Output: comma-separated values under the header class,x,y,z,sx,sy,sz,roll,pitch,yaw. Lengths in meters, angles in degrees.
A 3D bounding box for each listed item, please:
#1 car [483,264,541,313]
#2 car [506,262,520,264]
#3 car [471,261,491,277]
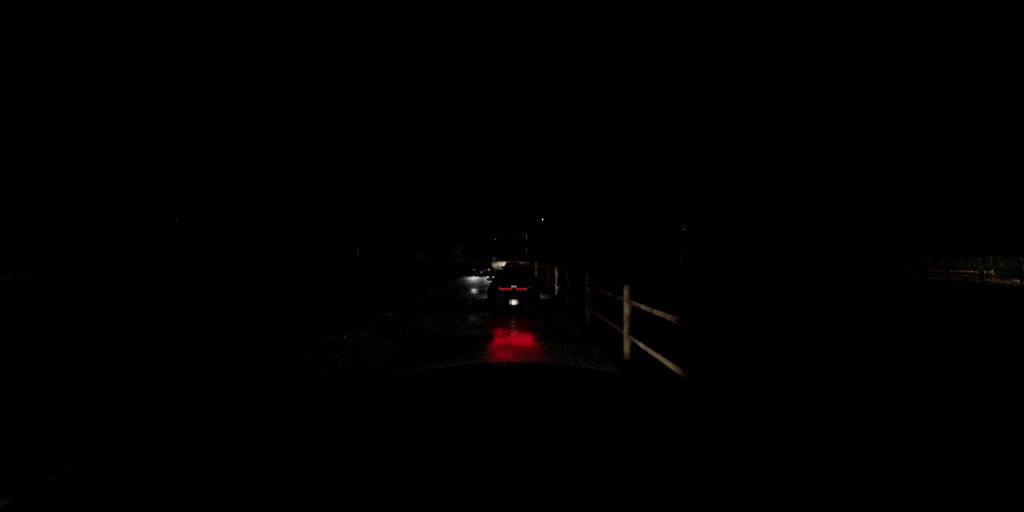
class,x,y,z,sx,sy,sz,roll,pitch,yaw
car,0.073,1.245,14.036,1.837,1.490,4.892,0,0,0
car,0.082,1.240,29.245,1.812,1.442,4.674,0,0,0
car,-2.818,1.225,35.427,1.812,1.442,4.674,0,0,0
